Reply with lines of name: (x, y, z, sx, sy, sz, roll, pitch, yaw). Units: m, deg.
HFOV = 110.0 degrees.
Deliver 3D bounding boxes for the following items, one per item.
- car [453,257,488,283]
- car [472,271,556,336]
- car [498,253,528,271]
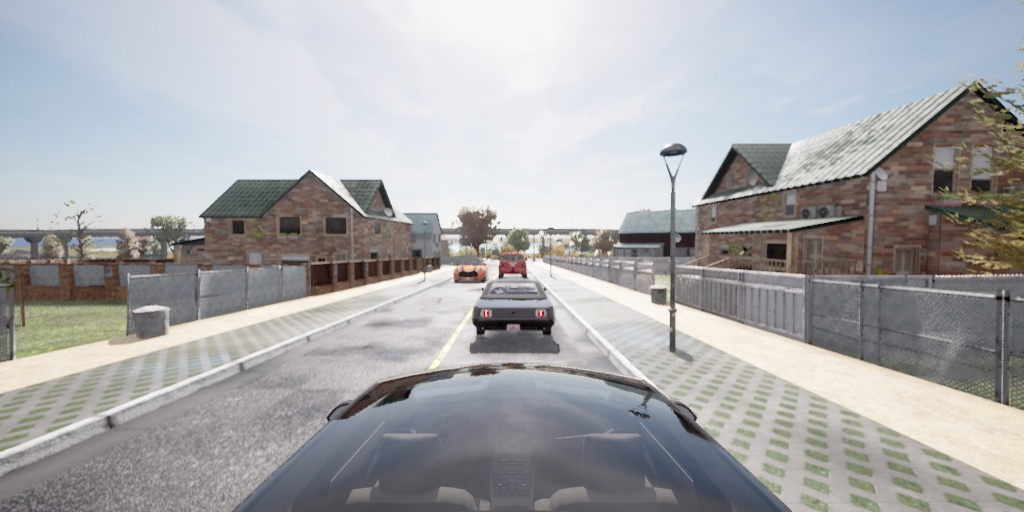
car: (-2.861, 0.904, 25.631, 2.097, 1.767, 4.553, 0, 0, 0)
car: (0.054, 1.278, 10.135, 1.895, 1.301, 4.718, 0, 0, 0)
car: (0.065, 0.749, 28.778, 2.150, 2.045, 5.566, 0, 0, 0)
